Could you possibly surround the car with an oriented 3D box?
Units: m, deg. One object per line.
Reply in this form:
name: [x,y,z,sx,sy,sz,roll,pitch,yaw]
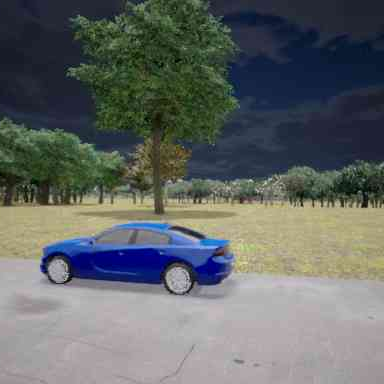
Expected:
car: [-1.427,1.518,8.512,5.008,1.535,1.882,0,-1,16]
